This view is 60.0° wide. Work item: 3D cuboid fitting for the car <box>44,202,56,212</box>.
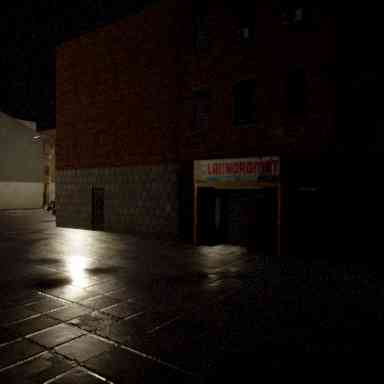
[{"bbox_3d":[-14.532,1.523,38.365,2.128,1.511,4.902,0,0,36],"label":"car"}]
